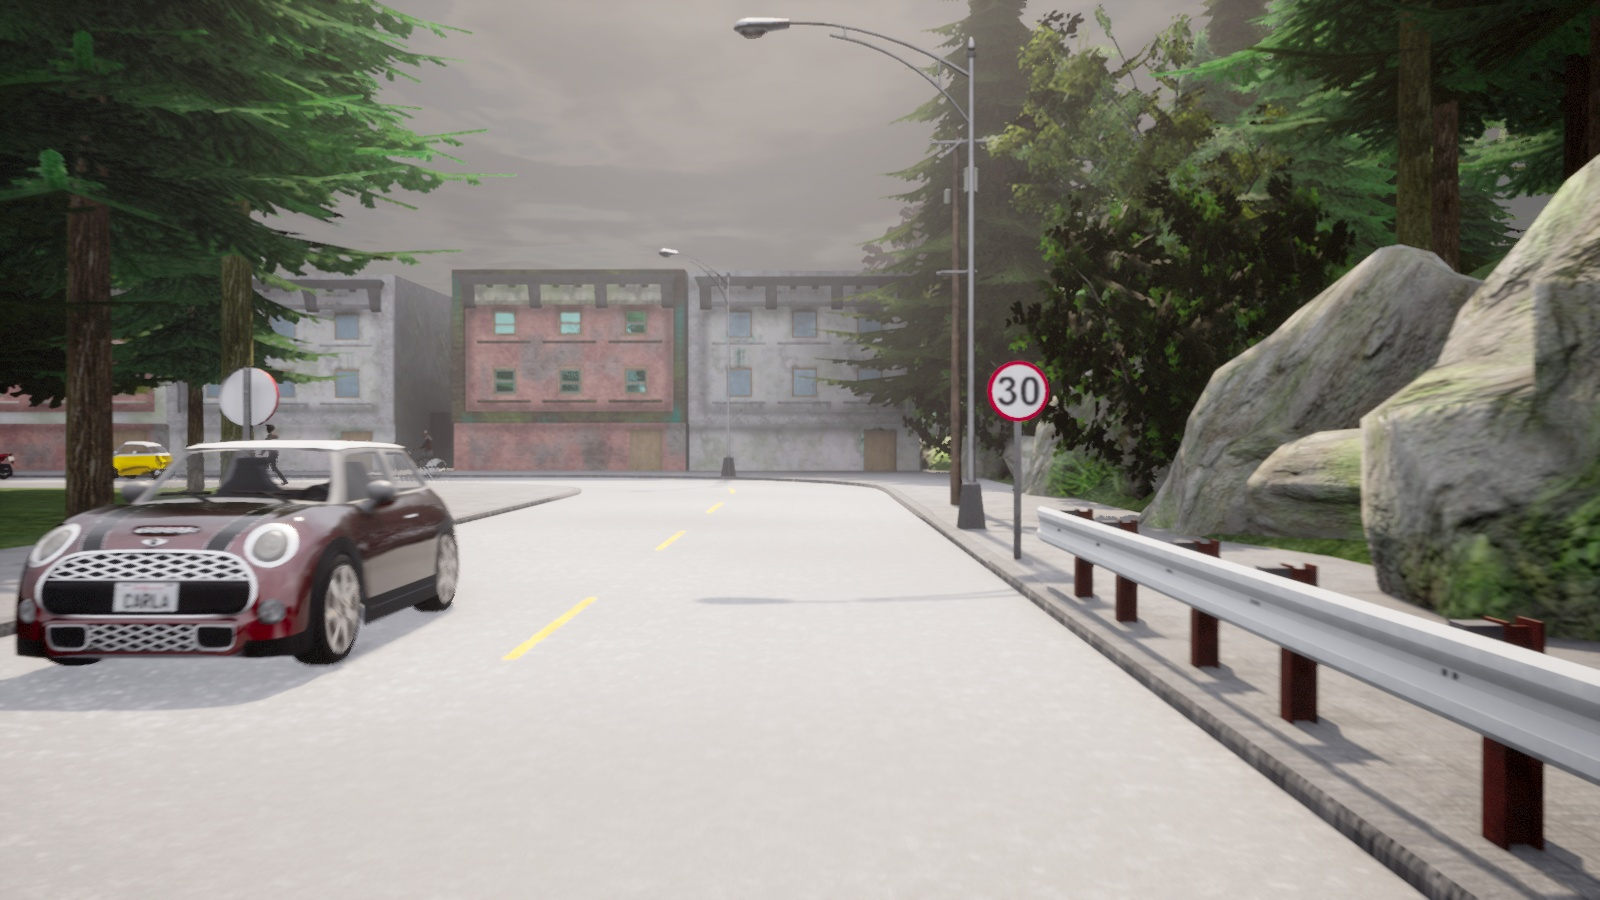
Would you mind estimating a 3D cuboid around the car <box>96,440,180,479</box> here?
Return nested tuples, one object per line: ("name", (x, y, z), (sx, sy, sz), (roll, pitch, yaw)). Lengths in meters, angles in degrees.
("car", (-23.692, 0.330, 45.012), (2.207, 1.376, 1.481), (0, 1, 1))

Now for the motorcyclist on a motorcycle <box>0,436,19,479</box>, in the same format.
("motorcyclist on a motorcycle", (-29.320, 0.252, 45.080), (2.044, 1.523, 0.797), (1, 1, 1))

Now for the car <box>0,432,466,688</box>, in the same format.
("car", (-3.934, 0.616, 9.131), (1.970, 1.475, 3.806), (0, 1, 0))

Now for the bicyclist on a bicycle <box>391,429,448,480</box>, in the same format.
("bicyclist on a bicycle", (-13.582, 0.155, 44.808), (1.843, 1.776, 0.659), (0, 1, 3))
